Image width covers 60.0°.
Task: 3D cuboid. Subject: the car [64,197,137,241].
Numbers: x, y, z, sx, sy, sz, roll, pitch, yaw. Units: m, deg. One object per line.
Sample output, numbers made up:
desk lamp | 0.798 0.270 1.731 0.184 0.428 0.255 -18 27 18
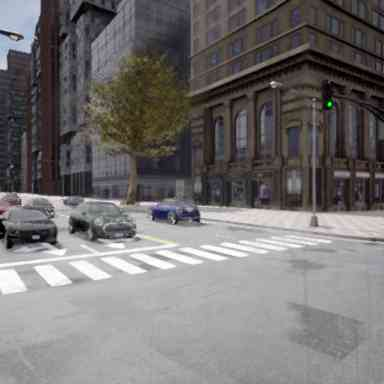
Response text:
car | -4.514 1.294 16.484 2.097 1.767 4.553 0 1 -36

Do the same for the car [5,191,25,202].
car | -24.891 1.005 45.891 2.097 1.767 4.553 0 1 -35

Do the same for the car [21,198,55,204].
car | -13.391 1.314 29.190 1.837 1.490 4.892 0 1 -35

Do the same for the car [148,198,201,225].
car | -1.347 1.218 23.427 2.097 1.767 4.553 0 1 -35

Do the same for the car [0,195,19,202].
car | -15.145 1.322 26.018 1.882 1.535 5.008 0 2 -35

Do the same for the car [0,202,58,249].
car | -7.351 1.438 14.769 1.882 1.535 5.008 0 1 -34

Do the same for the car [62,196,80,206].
car | -15.581 1.205 43.890 2.033 1.411 5.357 0 1 -35
